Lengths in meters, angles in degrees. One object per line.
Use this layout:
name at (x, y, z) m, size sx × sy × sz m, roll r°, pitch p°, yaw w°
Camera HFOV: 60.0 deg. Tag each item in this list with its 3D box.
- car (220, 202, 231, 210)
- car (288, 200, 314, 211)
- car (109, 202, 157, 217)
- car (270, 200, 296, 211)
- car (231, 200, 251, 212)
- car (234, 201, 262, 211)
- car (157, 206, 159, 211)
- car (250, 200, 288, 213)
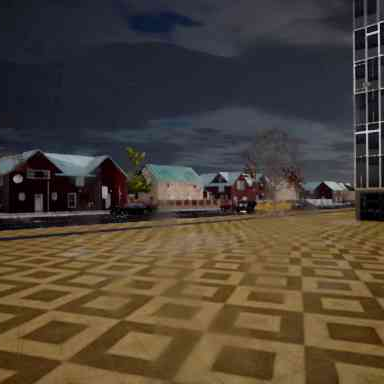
car at (6.584, 2.313, 54.367) m, size 1.895 × 1.301 × 4.718 m, roll -1°, pitch -1°, yaw 43°
car at (17.116, 1.997, 51.346) m, size 2.097 × 1.767 × 4.553 m, roll -1°, pitch -1°, yaw 43°
car at (-6.509, 1.933, 35.814) m, size 1.895 × 1.301 × 4.718 m, roll -1°, pitch -1°, yaw 43°
car at (14.767, 2.151, 53.590) m, size 1.882 × 1.535 × 5.008 m, roll -1°, pitch -1°, yaw 43°
car at (8.054, 1.886, 46.367) m, size 2.097 × 1.767 × 4.553 m, roll -1°, pitch -1°, yaw 44°
car at (8.796, 2.143, 51.980) m, size 1.837 × 1.490 × 4.892 m, roll -1°, pitch -2°, yaw 43°
car at (-6.466, 1.952, 40.609) m, size 2.033 × 1.411 × 5.357 m, roll -1°, pitch -1°, yaw 43°
car at (10.203, 1.980, 43.898) m, size 1.882 × 1.535 × 5.008 m, roll -1°, pitch -1°, yaw 44°
